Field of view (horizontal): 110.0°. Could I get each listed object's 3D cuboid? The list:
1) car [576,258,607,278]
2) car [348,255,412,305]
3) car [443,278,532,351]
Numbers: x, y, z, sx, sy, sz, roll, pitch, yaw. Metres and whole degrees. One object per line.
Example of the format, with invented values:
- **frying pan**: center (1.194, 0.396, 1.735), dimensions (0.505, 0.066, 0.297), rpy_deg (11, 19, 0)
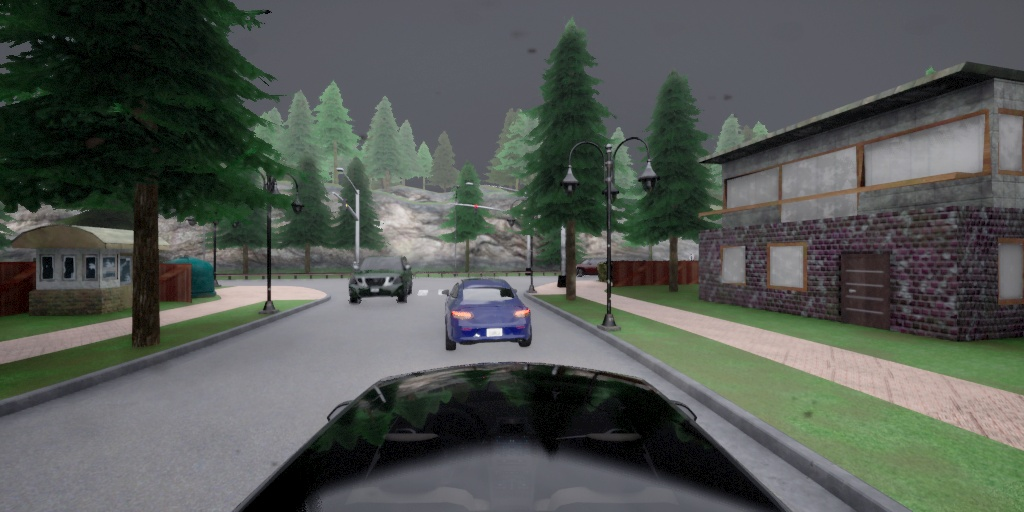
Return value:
- **car**: center (6.866, 0.946, 31.567), dimensions (4.553, 1.767, 2.097), rpy_deg (0, 0, -12)
- **car**: center (-5.871, 0.977, 16.558), dimensions (2.150, 2.045, 5.566), rpy_deg (0, 0, -12)
- **car**: center (-0.756, 1.276, 9.025), dimensions (1.812, 1.442, 4.674), rpy_deg (0, 0, -11)
